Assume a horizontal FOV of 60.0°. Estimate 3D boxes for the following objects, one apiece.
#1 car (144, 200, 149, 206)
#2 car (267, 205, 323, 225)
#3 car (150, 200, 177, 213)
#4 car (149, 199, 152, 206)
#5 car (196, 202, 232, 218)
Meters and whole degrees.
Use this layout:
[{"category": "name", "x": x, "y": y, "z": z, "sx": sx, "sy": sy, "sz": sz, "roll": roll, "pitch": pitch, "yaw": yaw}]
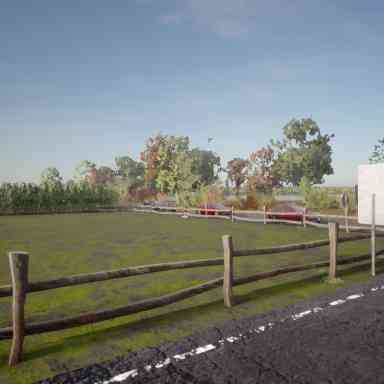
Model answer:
[{"category": "car", "x": -8.643, "y": 2.255, "z": 67.409, "sx": 2.128, "sy": 1.511, "sz": 4.902, "roll": 0, "pitch": 0, "yaw": -19}, {"category": "car", "x": 8.107, "y": 1.756, "z": 26.634, "sx": 1.812, "sy": 1.442, "sz": 4.674, "roll": -1, "pitch": 0, "yaw": -35}, {"category": "car", "x": -3.634, "y": 2.085, "z": 44.740, "sx": 1.994, "sy": 1.385, "sz": 4.181, "roll": -1, "pitch": 0, "yaw": -27}, {"category": "car", "x": -5.744, "y": 2.175, "z": 57.614, "sx": 1.812, "sy": 1.442, "sz": 4.674, "roll": 0, "pitch": -1, "yaw": -17}, {"category": "car", "x": 2.330, "y": 1.849, "z": 35.028, "sx": 1.882, "sy": 1.535, "sz": 5.008, "roll": -1, "pitch": 0, "yaw": -34}]
